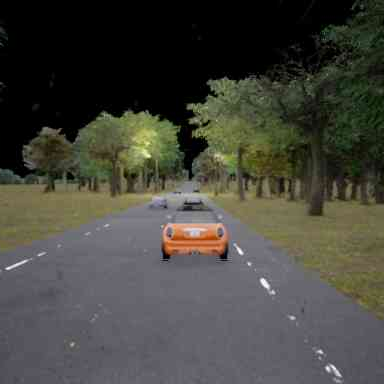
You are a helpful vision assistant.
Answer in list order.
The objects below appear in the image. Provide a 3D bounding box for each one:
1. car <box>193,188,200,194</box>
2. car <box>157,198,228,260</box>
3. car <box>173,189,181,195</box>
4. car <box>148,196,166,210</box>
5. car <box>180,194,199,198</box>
[{"bbox_3d":[1.229,-0.358,93.110,1.837,1.490,4.892,0,2,0],"label":"car"},{"bbox_3d":[0.092,1.265,12.204,2.097,1.767,4.553,0,1,0],"label":"car"},{"bbox_3d":[-3.496,-0.012,77.814,1.895,1.301,4.718,0,2,0],"label":"car"},{"bbox_3d":[-3.592,1.132,36.169,1.812,1.442,4.674,0,1,0],"label":"car"},{"bbox_3d":[0.095,1.197,28.586,2.128,1.511,4.902,0,1,0],"label":"car"}]
